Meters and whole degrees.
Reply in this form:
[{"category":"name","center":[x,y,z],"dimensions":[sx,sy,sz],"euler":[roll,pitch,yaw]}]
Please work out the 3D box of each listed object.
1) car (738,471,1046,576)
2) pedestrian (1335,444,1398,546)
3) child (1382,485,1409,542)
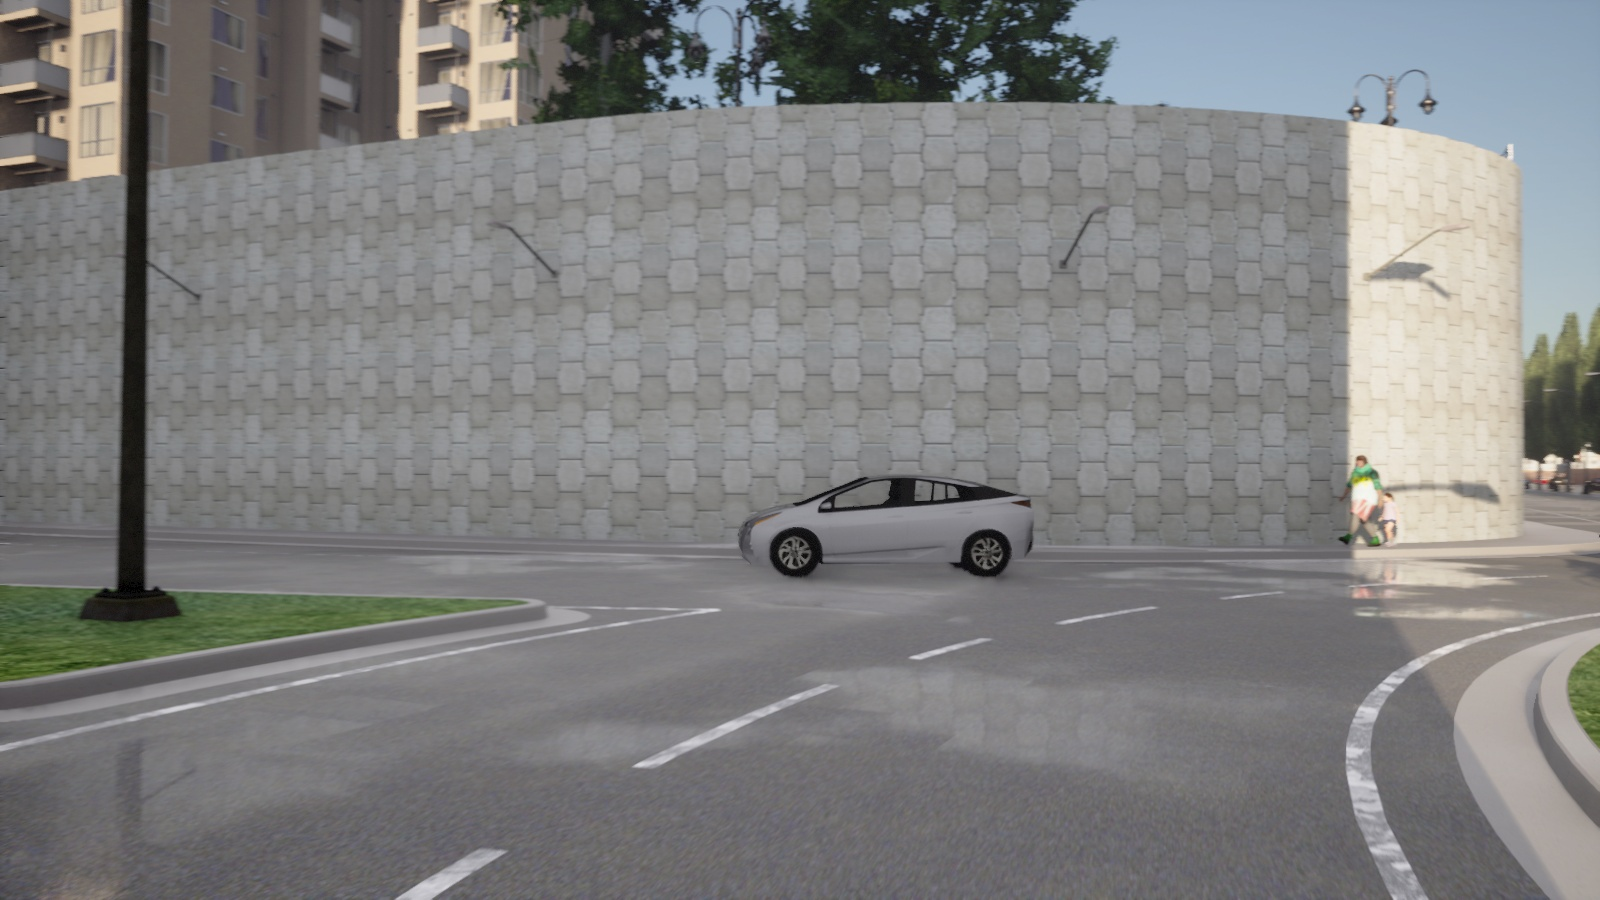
[{"category":"car","center":[1.311,1.084,19.361],"dimensions":[4.514,1.525,2.007],"euler":[0,-1,-3]},{"category":"pedestrian","center":[11.048,0.861,24.507],"dimensions":[0.873,1.952,0.659],"euler":[0,-1,-15]},{"category":"child","center":[11.721,1.243,24.705],"dimensions":[0.394,1.110,0.255],"euler":[0,-1,-16]}]
